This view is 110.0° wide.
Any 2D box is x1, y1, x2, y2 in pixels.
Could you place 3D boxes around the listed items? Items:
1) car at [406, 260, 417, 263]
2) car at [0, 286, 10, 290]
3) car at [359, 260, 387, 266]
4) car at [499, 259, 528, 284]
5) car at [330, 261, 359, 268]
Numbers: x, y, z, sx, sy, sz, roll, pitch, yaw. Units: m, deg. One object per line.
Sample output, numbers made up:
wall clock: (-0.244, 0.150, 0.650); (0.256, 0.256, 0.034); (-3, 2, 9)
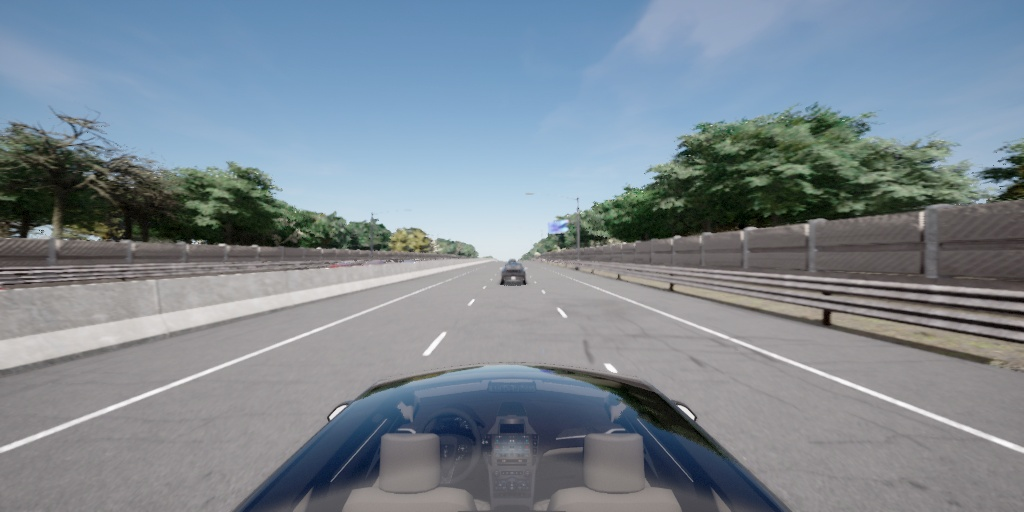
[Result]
car: (-14.011, 1.283, 49.314); (2.033, 1.411, 5.357); (0, 0, 1)
car: (-14.089, 1.098, 7.496); (2.097, 1.767, 4.553); (0, 0, 0)
car: (-17.526, 1.261, 46.237); (1.812, 1.442, 4.674); (0, 0, 1)
car: (0.108, 1.249, 26.854); (1.837, 1.490, 4.892); (0, 1, 0)
car: (-21.018, 1.335, 45.331); (1.895, 1.301, 4.718); (0, 0, 1)
